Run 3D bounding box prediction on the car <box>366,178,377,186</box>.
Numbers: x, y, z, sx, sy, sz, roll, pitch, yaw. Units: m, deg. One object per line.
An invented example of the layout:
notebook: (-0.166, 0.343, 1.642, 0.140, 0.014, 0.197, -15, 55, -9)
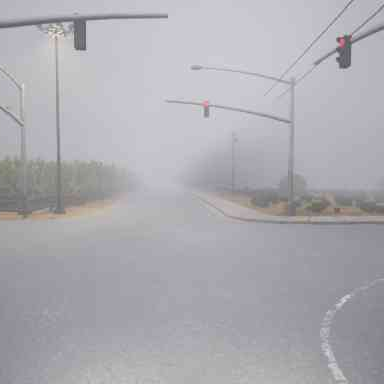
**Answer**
car: (42.112, -2.324, 77.653, 1.905, 1.878, 3.866, 10, 10, 41)
